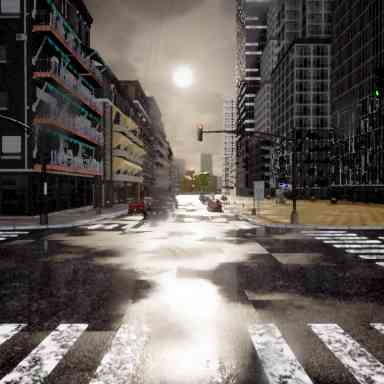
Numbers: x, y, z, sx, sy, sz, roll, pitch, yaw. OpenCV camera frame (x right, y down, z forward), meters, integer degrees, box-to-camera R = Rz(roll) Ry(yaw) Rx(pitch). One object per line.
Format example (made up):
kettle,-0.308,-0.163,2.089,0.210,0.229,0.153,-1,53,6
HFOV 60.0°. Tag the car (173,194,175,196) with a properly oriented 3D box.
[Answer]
car,-5.549,1.321,86.196,2.192,1.841,5.009,-1,0,0

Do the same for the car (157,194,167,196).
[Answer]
car,-5.610,1.312,52.303,2.192,1.841,5.009,-1,0,0

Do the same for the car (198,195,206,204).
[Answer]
car,2.761,1.551,63.642,2.008,1.369,4.403,-1,0,0

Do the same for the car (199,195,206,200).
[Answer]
car,2.812,1.534,92.058,1.752,1.417,4.829,-1,0,0

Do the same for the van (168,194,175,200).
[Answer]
van,-5.538,1.350,91.844,1.690,1.788,3.998,-1,0,0

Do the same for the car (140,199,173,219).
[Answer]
car,-3.047,1.560,29.129,1.994,1.385,4.181,0,0,0

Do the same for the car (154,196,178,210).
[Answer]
car,-3.025,1.500,39.039,1.837,1.490,4.892,0,0,0

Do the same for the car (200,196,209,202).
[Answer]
car,2.782,1.547,74.940,1.887,1.381,4.507,-1,0,0

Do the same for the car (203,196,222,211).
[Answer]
car,2.719,1.540,41.046,1.887,1.381,4.507,-1,0,0

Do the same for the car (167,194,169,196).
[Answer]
car,-5.598,1.439,57.951,1.967,1.590,4.097,-1,0,0

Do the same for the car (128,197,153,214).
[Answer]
car,-5.638,1.540,35.355,1.887,1.381,4.507,-1,0,0

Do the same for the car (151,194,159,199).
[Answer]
car,-5.629,1.436,41.004,1.967,1.590,4.097,-1,0,0

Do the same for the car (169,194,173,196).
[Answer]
car,-5.576,1.583,69.249,1.802,1.307,4.206,-1,0,0
